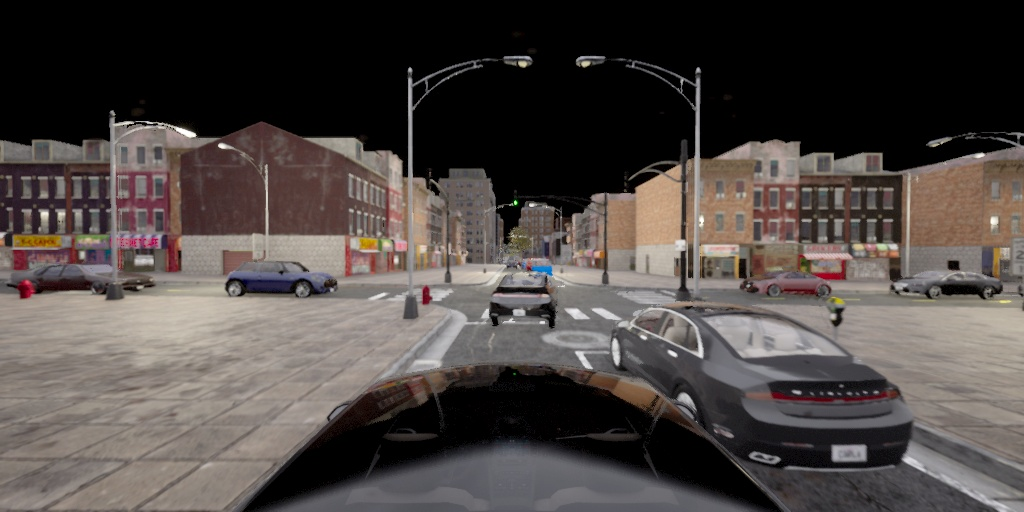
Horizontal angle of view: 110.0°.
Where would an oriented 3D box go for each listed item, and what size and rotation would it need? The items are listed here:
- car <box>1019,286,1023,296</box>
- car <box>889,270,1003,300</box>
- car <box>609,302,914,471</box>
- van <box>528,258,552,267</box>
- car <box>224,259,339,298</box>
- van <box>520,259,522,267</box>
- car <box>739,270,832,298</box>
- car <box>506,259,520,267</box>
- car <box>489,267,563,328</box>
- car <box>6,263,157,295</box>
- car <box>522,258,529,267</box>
[{"bbox_3d":[27.549,1.754,16.967,4.718,1.301,1.895,1,1,0],"label":"car"},{"bbox_3d":[23.955,1.554,19.919,4.902,1.511,2.128,1,1,0],"label":"car"},{"bbox_3d":[2.636,1.301,4.976,2.007,1.370,4.403,0,0,0],"label":"car"},{"bbox_3d":[2.628,1.143,31.931,1.690,1.789,3.998,0,0,0],"label":"van"},{"bbox_3d":[-10.763,1.000,17.020,4.553,1.767,2.097,1,1,0],"label":"car"},{"bbox_3d":[2.621,1.283,58.380,1.690,1.789,3.998,0,0,0],"label":"van"},{"bbox_3d":[15.118,1.510,19.937,4.181,1.385,1.994,1,1,0],"label":"car"},{"bbox_3d":[-0.014,1.573,62.409,1.895,1.301,4.718,0,0,0],"label":"car"},{"bbox_3d":[0.562,1.258,11.544,2.128,1.511,4.902,0,-1,9],"label":"car"},{"bbox_3d":[-20.315,1.067,17.026,5.357,1.411,2.033,1,1,0],"label":"car"},{"bbox_3d":[2.625,1.161,42.512,2.192,1.841,5.009,0,0,0],"label":"car"}]
